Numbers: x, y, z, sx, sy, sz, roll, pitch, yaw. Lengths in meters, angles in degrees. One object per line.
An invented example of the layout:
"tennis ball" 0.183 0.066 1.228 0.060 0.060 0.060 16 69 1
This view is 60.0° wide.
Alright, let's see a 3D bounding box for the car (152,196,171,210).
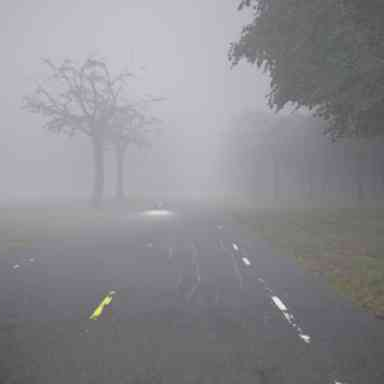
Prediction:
"car" -3.578 1.251 39.660 2.128 1.511 4.902 0 1 0
